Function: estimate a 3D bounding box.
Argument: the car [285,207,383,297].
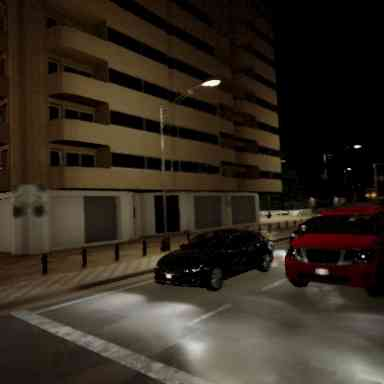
[{"bbox_3d":[4.728,1.501,9.791,2.150,2.045,5.566,-5,-3,40],"label":"car"}]

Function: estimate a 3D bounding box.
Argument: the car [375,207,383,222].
[{"bbox_3d":[20.752,2.261,34.412,2.033,1.411,5.357,-5,-3,40],"label":"car"}]

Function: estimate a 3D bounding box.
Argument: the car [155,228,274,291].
[{"bbox_3d":[0.923,1.988,10.650,1.837,1.490,4.892,-5,-3,40],"label":"car"}]

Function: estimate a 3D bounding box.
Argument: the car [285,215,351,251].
[{"bbox_3d":[6.869,2.079,17.785,1.812,1.442,4.674,-5,-3,40],"label":"car"}]
